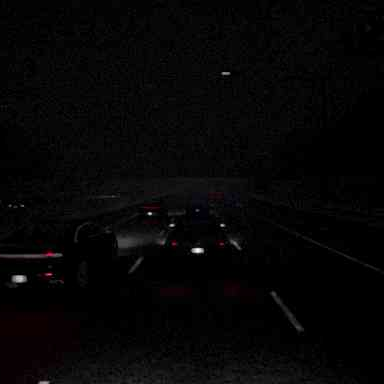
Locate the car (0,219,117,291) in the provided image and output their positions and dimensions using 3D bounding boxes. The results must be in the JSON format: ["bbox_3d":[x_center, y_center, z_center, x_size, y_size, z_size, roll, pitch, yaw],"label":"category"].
[{"bbox_3d":[-3.345,1.468,8.901,2.128,1.511,4.902,0,0,0],"label":"car"}]

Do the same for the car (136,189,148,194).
[{"bbox_3d":[-11.478,0.080,76.097,1.895,1.301,4.718,0,2,4],"label":"car"}]

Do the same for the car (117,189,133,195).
[{"bbox_3d":[-14.969,0.034,76.360,1.994,1.385,4.181,0,2,4],"label":"car"}]

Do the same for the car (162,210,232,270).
[{"bbox_3d":[0.176,1.530,10.949,1.994,1.385,4.181,0,0,1],"label":"car"}]

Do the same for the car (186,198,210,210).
[{"bbox_3d":[0.493,1.269,28.686,1.882,1.535,5.008,0,1,1],"label":"car"}]

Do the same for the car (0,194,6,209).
[{"bbox_3d":[-20.496,1.049,35.984,2.097,1.767,4.553,0,1,2],"label":"car"}]

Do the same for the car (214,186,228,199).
[{"bbox_3d":[5.310,0.318,63.706,2.097,1.767,4.553,0,2,3],"label":"car"}]

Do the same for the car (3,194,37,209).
[{"bbox_3d":[-17.041,1.222,34.598,1.837,1.490,4.892,0,1,2],"label":"car"}]

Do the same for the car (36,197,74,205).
[{"bbox_3d":[-13.556,1.266,34.412,2.033,1.411,5.357,0,1,2],"label":"car"}]

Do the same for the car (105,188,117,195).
[{"bbox_3d":[-18.461,-0.021,76.592,1.837,1.490,4.892,0,2,4],"label":"car"}]

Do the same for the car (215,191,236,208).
[{"bbox_3d":[4.227,1.033,40.552,1.882,1.535,5.008,0,1,2],"label":"car"}]

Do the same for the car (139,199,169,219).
[{"bbox_3d":[-3.048,1.314,26.996,1.837,1.490,4.892,0,1,1],"label":"car"}]
